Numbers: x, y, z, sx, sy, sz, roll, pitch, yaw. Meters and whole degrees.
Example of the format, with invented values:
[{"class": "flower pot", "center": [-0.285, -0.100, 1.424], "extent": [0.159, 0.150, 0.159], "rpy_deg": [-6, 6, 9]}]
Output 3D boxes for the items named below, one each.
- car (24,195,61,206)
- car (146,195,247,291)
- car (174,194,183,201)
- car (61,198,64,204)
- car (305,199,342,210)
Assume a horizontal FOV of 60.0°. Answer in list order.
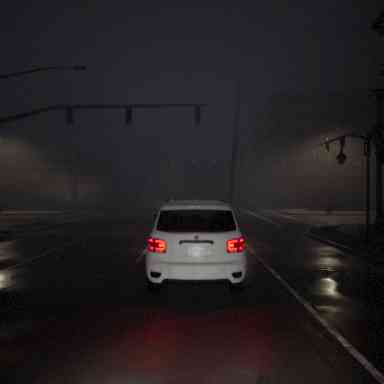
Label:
[{"class": "car", "center": [-23.303, 1.262, 51.023], "extent": [4.611, 1.667, 2.242], "rpy_deg": [0, 0, 1]}, {"class": "car", "center": [0.089, 1.216, 9.091], "extent": [2.150, 2.045, 5.566], "rpy_deg": [0, 0, 0]}, {"class": "car", "center": [-3.293, 1.302, 83.186], "extent": [2.097, 1.767, 4.553], "rpy_deg": [0, 0, 0]}, {"class": "car", "center": [-24.018, 1.420, 56.775], "extent": [3.806, 1.475, 1.970], "rpy_deg": [0, 0, 1]}, {"class": "car", "center": [16.225, 1.538, 41.091], "extent": [4.181, 1.385, 1.994], "rpy_deg": [0, 0, 0]}]
